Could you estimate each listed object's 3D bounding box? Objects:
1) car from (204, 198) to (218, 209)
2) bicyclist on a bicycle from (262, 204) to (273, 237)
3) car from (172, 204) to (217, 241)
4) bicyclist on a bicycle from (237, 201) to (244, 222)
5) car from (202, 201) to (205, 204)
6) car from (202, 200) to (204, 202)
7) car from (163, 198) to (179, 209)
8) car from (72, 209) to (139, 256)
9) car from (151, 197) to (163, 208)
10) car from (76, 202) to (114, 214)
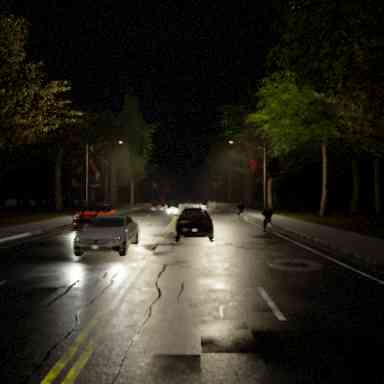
[{"bbox_3d":[3.435,2.152,57.036,1.812,1.442,4.674,0,-1,0],"label":"car"},{"bbox_3d":[4.169,1.546,18.517,0.659,1.776,1.843,0,0,0],"label":"bicyclist on a bicycle"},{"bbox_3d":[0.125,1.647,17.903,1.882,1.535,5.008,0,-1,0],"label":"car"},{"bbox_3d":[4.183,1.653,28.633,0.659,1.776,1.843,0,0,0],"label":"bicyclist on a bicycle"},{"bbox_3d":[0.150,1.966,36.005,1.895,1.301,4.718,0,-1,0],"label":"car"},{"bbox_3d":[3.348,2.204,73.472,2.097,1.767,4.553,0,-1,0],"label":"car"},{"bbox_3d":[-3.224,2.105,56.165,2.128,1.511,4.902,0,-1,0],"label":"car"},{"bbox_3d":[-3.328,1.654,13.755,1.812,1.442,4.674,0,-1,0],"label":"car"},{"bbox_3d":[-6.427,1.952,63.750,2.150,2.045,5.566,0,-1,1],"label":"car"},{"bbox_3d":[-6.565,1.573,22.950,2.097,1.767,4.553,0,-1,0],"label":"car"}]
